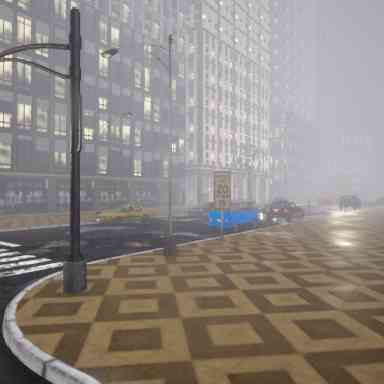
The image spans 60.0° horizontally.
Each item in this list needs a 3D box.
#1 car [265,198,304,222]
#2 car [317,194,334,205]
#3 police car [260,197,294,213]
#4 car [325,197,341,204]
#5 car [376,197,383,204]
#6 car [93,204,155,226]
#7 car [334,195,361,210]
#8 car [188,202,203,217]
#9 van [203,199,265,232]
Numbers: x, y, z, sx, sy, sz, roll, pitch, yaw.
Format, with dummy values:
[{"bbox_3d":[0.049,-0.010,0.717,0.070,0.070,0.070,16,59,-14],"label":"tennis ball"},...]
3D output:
[{"bbox_3d":[7.593,1.472,26.864,1.967,1.590,4.097,0,0,38],"label":"car"},{"bbox_3d":[25.066,1.381,62.554,2.192,1.841,5.009,0,0,38],"label":"car"},{"bbox_3d":[9.953,1.459,38.662,1.930,1.638,5.238,0,0,38],"label":"police car"},{"bbox_3d":[28.454,1.624,66.966,2.008,1.369,4.403,0,0,38],"label":"car"},{"bbox_3d":[38.092,1.658,66.577,1.947,1.339,4.313,0,0,38],"label":"car"},{"bbox_3d":[-4.755,1.540,23.935,1.752,1.417,4.829,0,0,38],"label":"car"},{"bbox_3d":[21.149,1.368,44.515,2.192,1.841,5.009,0,0,38],"label":"car"},{"bbox_3d":[1.344,1.604,31.665,1.802,1.307,4.206,0,0,38],"label":"car"},{"bbox_3d":[2.638,1.368,20.230,1.690,1.788,3.998,0,0,38],"label":"van"}]
